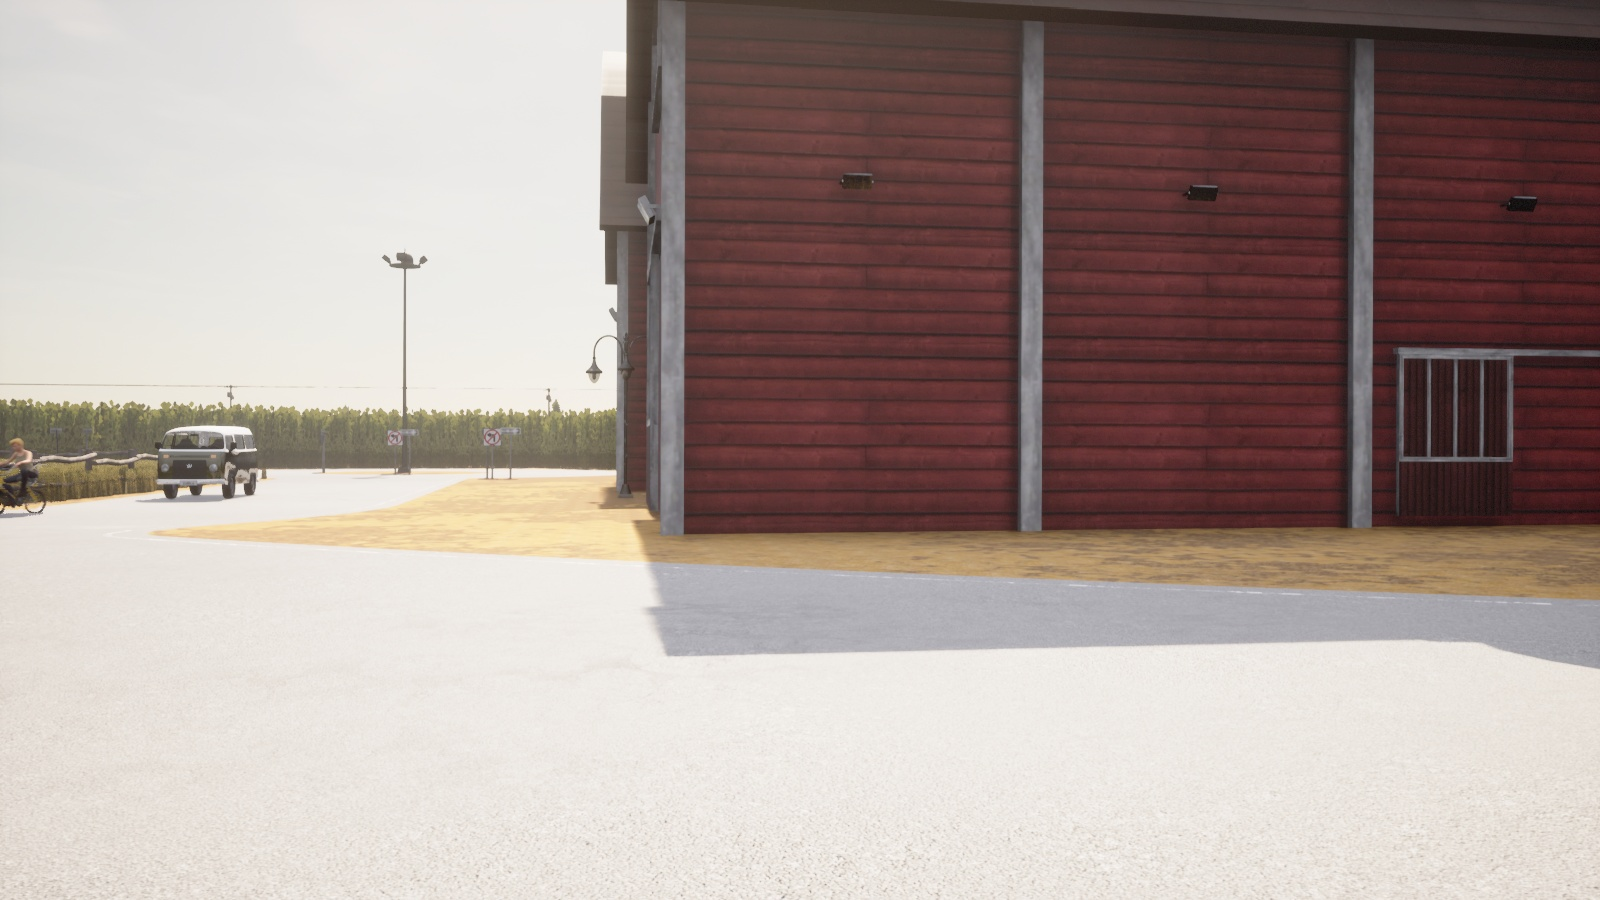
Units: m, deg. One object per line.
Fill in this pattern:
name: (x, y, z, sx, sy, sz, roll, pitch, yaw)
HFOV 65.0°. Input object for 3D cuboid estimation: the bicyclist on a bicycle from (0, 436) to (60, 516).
bicyclist on a bicycle: (-16.436, 0.535, 26.203, 0.866, 1.612, 1.509, -1, 0, 18)

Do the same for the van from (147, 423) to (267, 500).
van: (-16.781, 0.297, 35.780, 2.069, 2.038, 4.480, 0, 0, -11)
